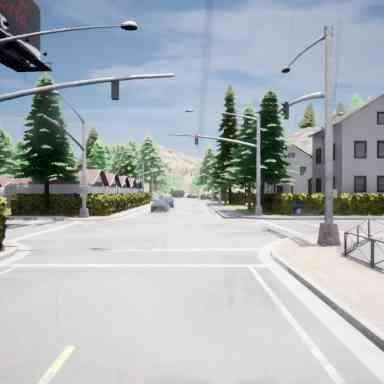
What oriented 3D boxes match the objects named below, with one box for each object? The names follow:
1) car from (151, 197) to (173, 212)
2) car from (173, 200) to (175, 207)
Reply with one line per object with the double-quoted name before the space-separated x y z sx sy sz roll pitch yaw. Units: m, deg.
"car" -3.621 1.547 38.478 2.033 1.411 5.357 0 0 0
"car" -3.609 1.477 48.761 1.882 1.535 5.008 0 0 0
